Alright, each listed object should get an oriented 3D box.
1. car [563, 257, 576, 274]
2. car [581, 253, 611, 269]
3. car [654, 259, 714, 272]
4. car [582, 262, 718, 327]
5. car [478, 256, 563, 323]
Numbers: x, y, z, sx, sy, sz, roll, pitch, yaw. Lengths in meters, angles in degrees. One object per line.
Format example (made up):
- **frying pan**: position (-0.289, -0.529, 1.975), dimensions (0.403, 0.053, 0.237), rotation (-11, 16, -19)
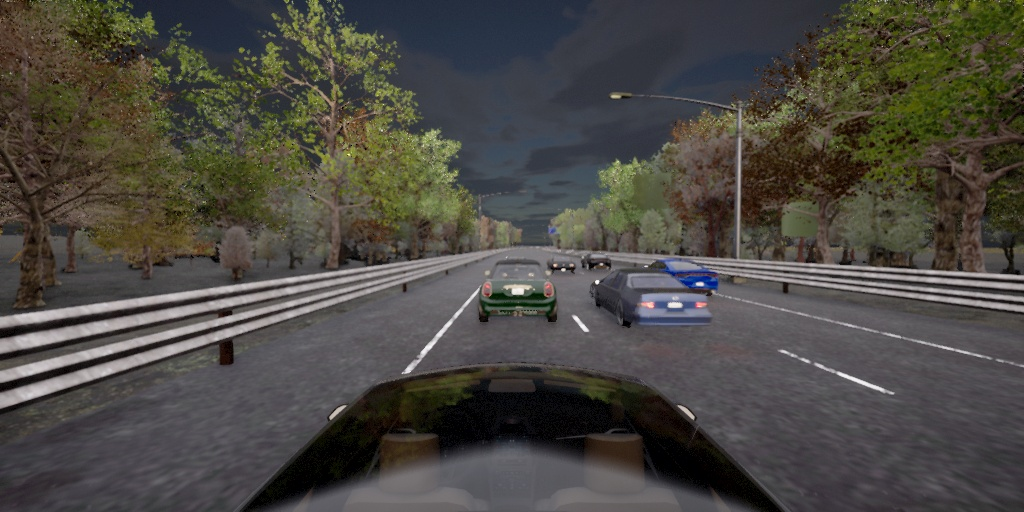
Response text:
- **car**: position (3.862, 0.676, 28.897), dimensions (1.895, 1.301, 4.718), rotation (0, 1, 1)
- **car**: position (7.395, 0.479, 31.960), dimensions (1.882, 1.535, 5.008), rotation (0, 1, 1)
- **car**: position (7.237, 0.872, 16.216), dimensions (1.882, 1.535, 5.008), rotation (0, 1, 1)
- **car**: position (3.670, 1.082, 10.509), dimensions (2.033, 1.411, 5.357), rotation (0, 1, 1)
- **car**: position (0.176, 0.866, 11.205), dimensions (2.097, 1.767, 4.553), rotation (0, 1, 1)
